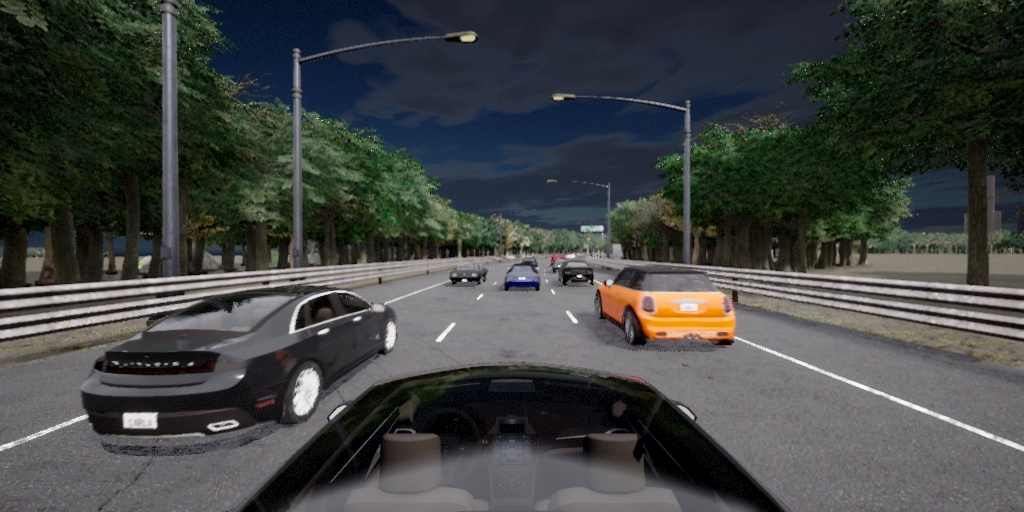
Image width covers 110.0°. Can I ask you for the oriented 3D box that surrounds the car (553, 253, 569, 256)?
[{"bbox_3d":[7.040,0.506,54.135,2.150,2.045,5.566,0,1,8],"label":"car"}]

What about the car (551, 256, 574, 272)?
[{"bbox_3d":[5.265,0.975,38.548,2.033,1.411,5.357,0,1,5],"label":"car"}]

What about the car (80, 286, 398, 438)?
[{"bbox_3d":[-3.339,1.221,5.667,1.837,1.490,4.892,0,0,1],"label":"car"}]

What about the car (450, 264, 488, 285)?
[{"bbox_3d":[-2.738,1.161,23.879,1.895,1.301,4.718,0,1,3],"label":"car"}]

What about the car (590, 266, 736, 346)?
[{"bbox_3d":[3.603,1.036,9.331,2.097,1.767,4.553,0,0,1],"label":"car"}]

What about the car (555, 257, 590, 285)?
[{"bbox_3d":[4.161,1.040,23.772,1.882,1.535,5.008,0,0,3],"label":"car"}]

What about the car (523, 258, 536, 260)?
[{"bbox_3d":[2.003,0.920,39.854,1.837,1.490,4.892,0,0,6],"label":"car"}]

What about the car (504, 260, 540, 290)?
[{"bbox_3d":[0.630,1.150,20.975,1.994,1.385,4.181,0,0,3],"label":"car"}]
